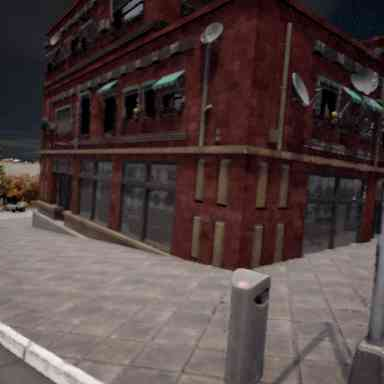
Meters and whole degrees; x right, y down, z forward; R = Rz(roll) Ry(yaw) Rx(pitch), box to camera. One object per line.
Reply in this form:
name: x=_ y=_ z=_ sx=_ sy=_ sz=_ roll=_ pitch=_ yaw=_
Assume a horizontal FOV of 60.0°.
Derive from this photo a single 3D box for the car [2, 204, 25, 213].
car: x=-29.783 y=2.776 z=55.535 sx=2.033 sy=1.411 sz=5.357 roll=4 pitch=-2 yaw=-5
